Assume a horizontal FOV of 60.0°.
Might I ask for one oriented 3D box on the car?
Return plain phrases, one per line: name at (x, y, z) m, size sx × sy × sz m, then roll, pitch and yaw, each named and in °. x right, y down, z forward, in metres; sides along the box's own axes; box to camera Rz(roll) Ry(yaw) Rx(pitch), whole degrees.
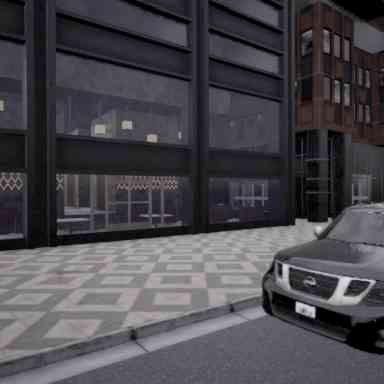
car at (3.765, 1.218, 6.049) m, size 5.566 × 2.045 × 2.150 m, roll 0°, pitch 0°, yaw -35°
